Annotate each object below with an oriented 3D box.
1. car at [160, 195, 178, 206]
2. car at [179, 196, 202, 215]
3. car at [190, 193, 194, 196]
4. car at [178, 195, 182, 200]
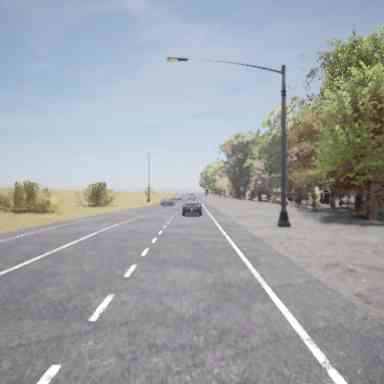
[{"bbox_3d":[-3.801,1.513,52.226,1.994,1.385,4.181,0,0,4],"label":"car"},{"bbox_3d":[0.006,1.466,33.471,2.128,1.511,4.902,0,0,0],"label":"car"},{"bbox_3d":[0.008,1.465,78.216,1.994,1.385,4.181,0,0,0],"label":"car"},{"bbox_3d":[-3.492,1.431,82.792,2.128,1.511,4.902,0,0,0],"label":"car"}]
